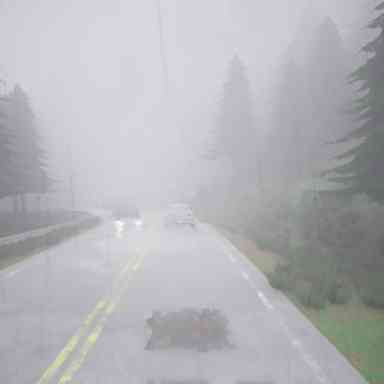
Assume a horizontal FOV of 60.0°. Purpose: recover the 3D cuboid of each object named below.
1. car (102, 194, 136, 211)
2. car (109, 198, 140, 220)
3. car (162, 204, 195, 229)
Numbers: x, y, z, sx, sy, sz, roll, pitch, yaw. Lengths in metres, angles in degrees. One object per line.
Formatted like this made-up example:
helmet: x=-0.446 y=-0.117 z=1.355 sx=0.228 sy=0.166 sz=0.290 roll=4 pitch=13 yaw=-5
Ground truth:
car: x=-8.739 y=1.258 z=40.138 sx=2.150 sy=2.045 sz=5.566 roll=-4 pitch=2 yaw=-42
car: x=-5.688 y=1.548 z=28.477 sx=1.837 sy=1.490 sz=4.892 roll=0 pitch=-1 yaw=-20
car: x=-0.907 y=1.499 z=21.583 sx=1.812 sy=1.442 sz=4.674 roll=0 pitch=0 yaw=-6
